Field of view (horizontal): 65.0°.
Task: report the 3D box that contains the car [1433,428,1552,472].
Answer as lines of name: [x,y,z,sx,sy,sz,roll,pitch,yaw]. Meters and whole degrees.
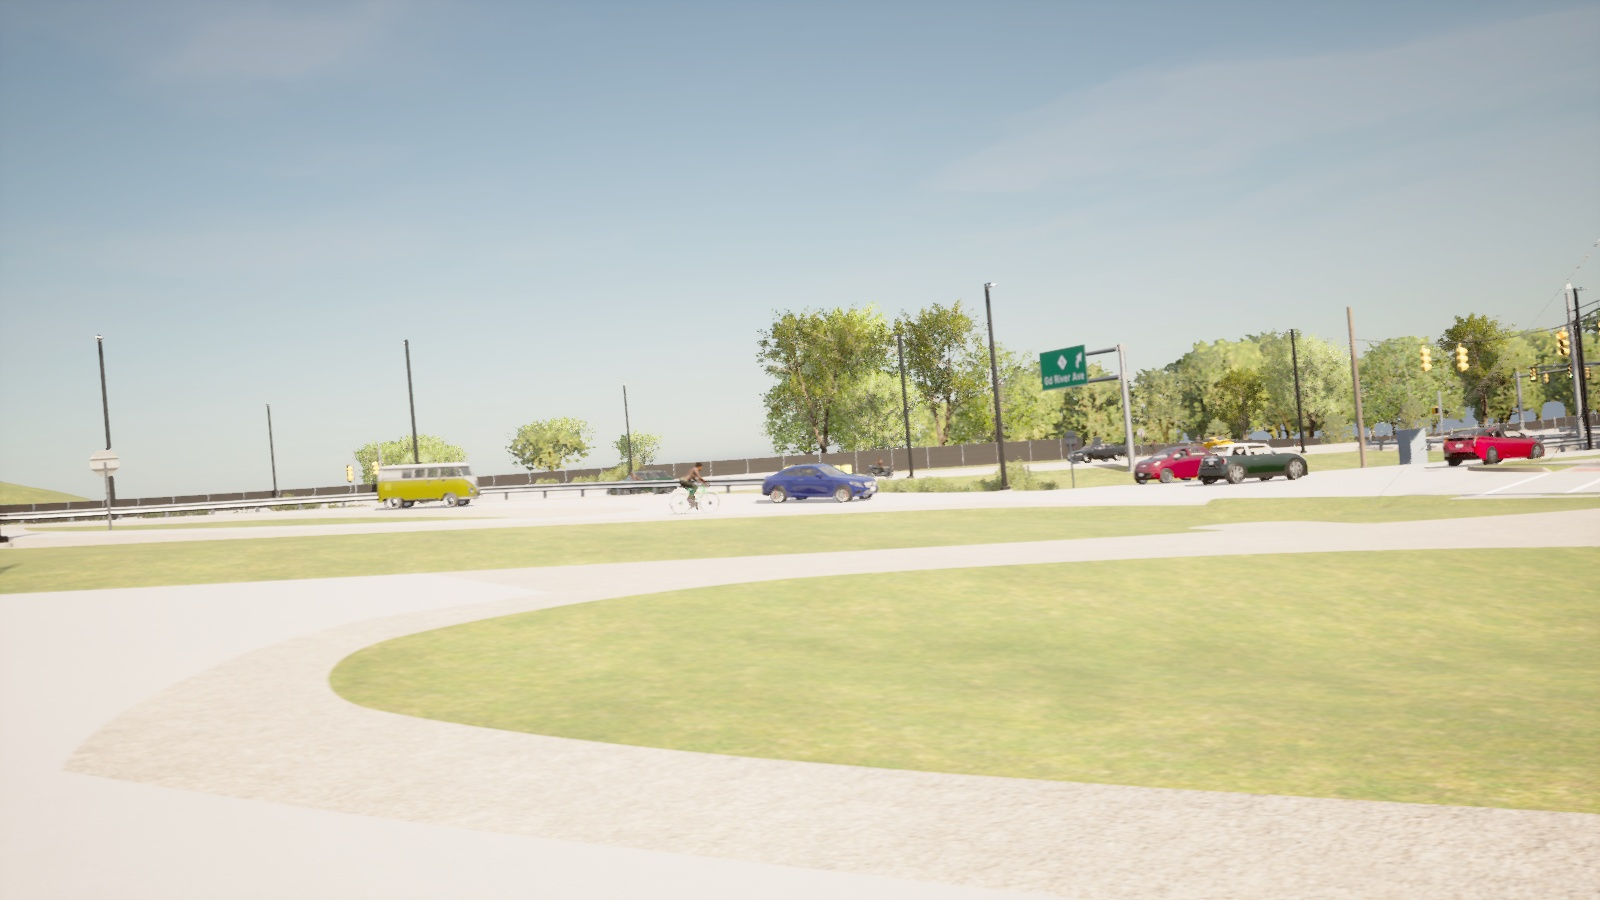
car: [28.402,-0.001,51.481,4.514,1.525,2.007,-3,-1,-27]

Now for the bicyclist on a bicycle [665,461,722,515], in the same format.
bicyclist on a bicycle: [-3.327,1.187,39.246,1.656,1.620,0.582,-1,-2,-24]

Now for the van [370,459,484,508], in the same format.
van: [-16.484,1.467,55.652,4.442,1.987,1.775,-2,0,5]

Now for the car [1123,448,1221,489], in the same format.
car: [15.747,0.789,53.210,3.633,1.501,1.845,-2,-1,-27]

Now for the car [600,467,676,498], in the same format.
car: [-10.797,2.152,83.812,4.553,1.767,2.097,-3,-1,-24]

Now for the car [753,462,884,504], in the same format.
car: [0.683,1.255,47.668,4.674,1.442,1.812,-2,1,32]

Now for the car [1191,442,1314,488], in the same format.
car: [16.818,0.555,46.702,3.806,1.475,1.970,-3,-1,-17]

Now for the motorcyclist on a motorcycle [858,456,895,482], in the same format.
motorcyclist on a motorcycle: [5.280,1.304,87.046,2.350,1.649,0.766,-3,-1,-24]
